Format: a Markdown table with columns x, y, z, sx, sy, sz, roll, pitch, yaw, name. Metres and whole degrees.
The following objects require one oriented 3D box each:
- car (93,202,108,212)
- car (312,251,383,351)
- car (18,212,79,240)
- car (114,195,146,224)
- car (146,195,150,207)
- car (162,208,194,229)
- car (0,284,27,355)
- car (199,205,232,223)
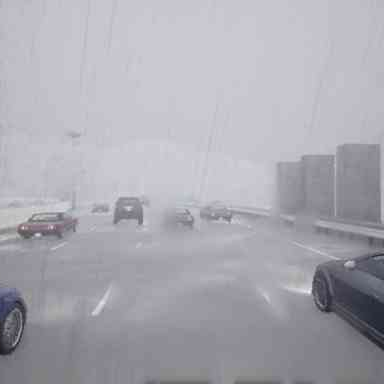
| x | y | z | sx | sy | sz | roll | pitch | yaw | name |
| --- | --- | --- | --- | --- | --- | --- | --- | --- | --- |
| -11.873 | 1.938 | 43.386 | 1.895 | 1.301 | 4.718 | 0 | 0 | -14 | car |
| 3.474 | 1.576 | 5.131 | 1.994 | 1.385 | 4.181 | 0 | 0 | -2 | car |
| -7.617 | 1.758 | 18.175 | 1.895 | 1.301 | 4.718 | 0 | 0 | -6 | car |
| -5.124 | 1.419 | 27.085 | 2.150 | 2.045 | 5.566 | 0 | 0 | -10 | car |
| -8.966 | 1.634 | 58.870 | 2.150 | 2.045 | 5.566 | 0 | -1 | -19 | car |
| -1.069 | 1.748 | 22.925 | 1.895 | 1.301 | 4.718 | 0 | 0 | -7 | car |
| -3.407 | 1.566 | 3.192 | 1.812 | 1.442 | 4.674 | 0 | 0 | -1 | car |
| 1.844 | 1.759 | 27.554 | 1.895 | 1.301 | 4.718 | 0 | 0 | -9 | car |
